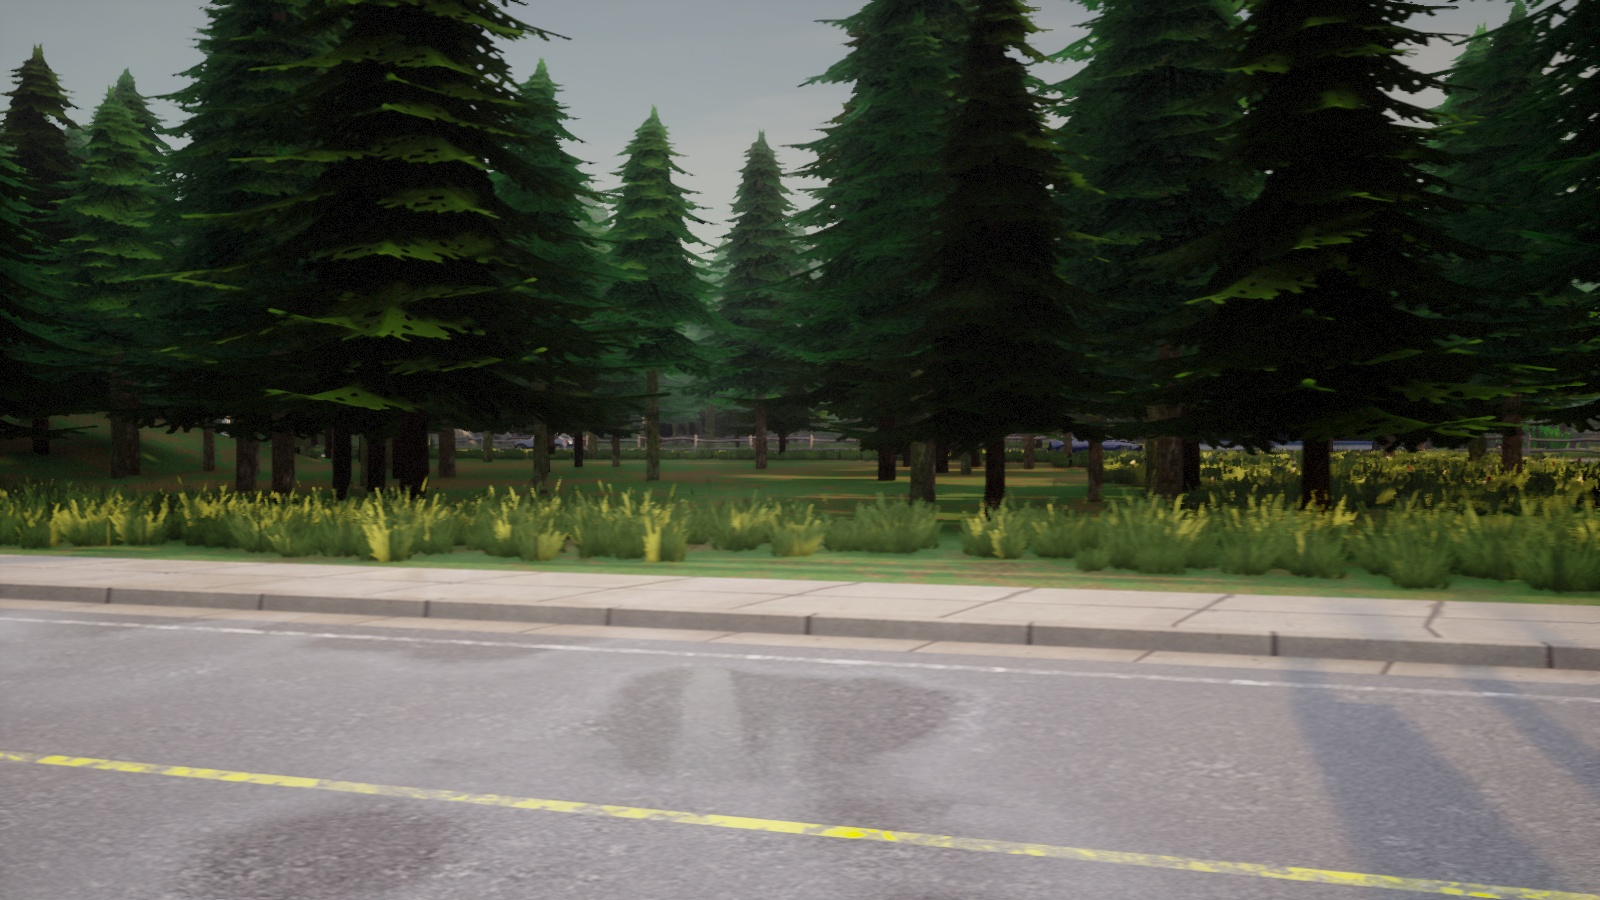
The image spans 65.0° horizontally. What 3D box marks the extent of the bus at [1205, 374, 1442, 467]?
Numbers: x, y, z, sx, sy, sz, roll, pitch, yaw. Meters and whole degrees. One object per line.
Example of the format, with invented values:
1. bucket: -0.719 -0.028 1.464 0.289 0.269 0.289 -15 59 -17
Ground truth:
1. bus: 25.142 -1.422 60.944 10.273 4.253 3.944 1 1 21

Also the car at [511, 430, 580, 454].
1. car: -15.997 -0.515 79.040 3.806 1.475 1.970 1 1 18

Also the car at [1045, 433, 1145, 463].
1. car: 15.207 -0.142 64.638 4.792 1.488 2.163 1 1 19
